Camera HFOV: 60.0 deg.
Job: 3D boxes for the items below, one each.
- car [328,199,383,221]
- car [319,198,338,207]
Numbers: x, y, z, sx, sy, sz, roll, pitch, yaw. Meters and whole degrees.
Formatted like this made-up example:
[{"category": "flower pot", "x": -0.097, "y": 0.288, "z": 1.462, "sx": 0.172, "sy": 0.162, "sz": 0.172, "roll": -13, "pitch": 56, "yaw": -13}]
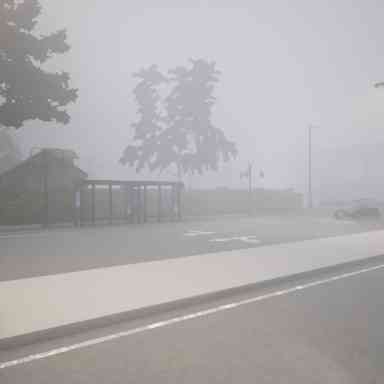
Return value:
[{"category": "car", "x": 13.763, "y": 1.525, "z": 27.683, "sx": 4.674, "sy": 1.442, "sz": 1.812, "roll": 0, "pitch": 0, "yaw": -34}, {"category": "car", "x": 21.499, "y": 1.600, "z": 49.590, "sx": 1.895, "sy": 1.301, "sz": 4.718, "roll": 0, "pitch": 0, "yaw": -35}]
